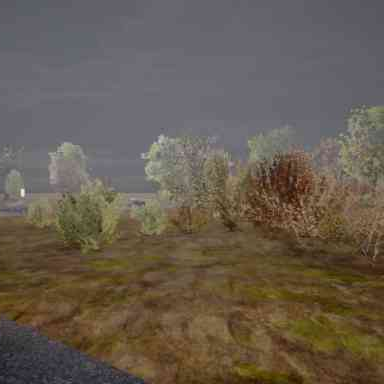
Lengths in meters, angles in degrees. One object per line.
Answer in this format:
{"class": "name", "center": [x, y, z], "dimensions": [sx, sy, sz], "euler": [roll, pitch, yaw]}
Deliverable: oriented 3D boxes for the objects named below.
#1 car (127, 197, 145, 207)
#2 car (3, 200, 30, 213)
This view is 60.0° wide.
{"class": "car", "center": [-8.678, 1.551, 50.982], "dimensions": [1.812, 1.442, 4.674], "euler": [0, 0, 39]}
{"class": "car", "center": [-18.939, 1.577, 37.560], "dimensions": [1.994, 1.385, 4.181], "euler": [0, 0, 36]}
